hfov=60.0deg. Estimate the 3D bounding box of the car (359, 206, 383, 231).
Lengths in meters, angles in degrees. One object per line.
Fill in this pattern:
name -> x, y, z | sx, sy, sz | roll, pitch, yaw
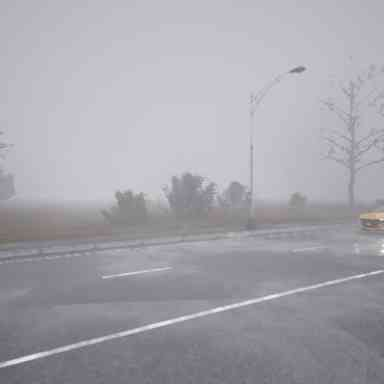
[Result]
car -> 11.704, 1.454, 18.978 | 5.008, 1.535, 1.882 | 0, 0, -27
